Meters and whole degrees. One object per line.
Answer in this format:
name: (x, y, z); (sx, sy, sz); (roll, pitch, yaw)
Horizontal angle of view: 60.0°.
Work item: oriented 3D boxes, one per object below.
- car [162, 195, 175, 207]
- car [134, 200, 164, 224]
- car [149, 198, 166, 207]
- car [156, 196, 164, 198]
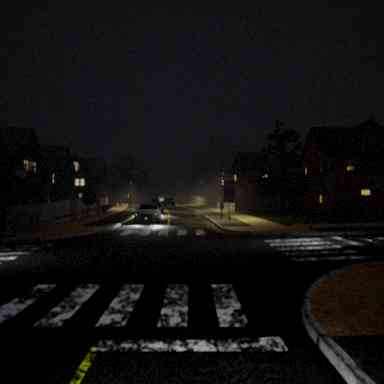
car: (-3.978, 1.716, 56.684); (1.837, 1.490, 4.892); (0, -1, -10)
car: (-3.322, 1.576, 25.495); (1.812, 1.442, 4.674); (0, 0, -3)
car: (-4.100, 1.660, 36.019); (1.994, 1.385, 4.181); (0, 0, -6)
car: (-5.233, 1.643, 45.992); (1.837, 1.490, 4.892); (0, 0, -8)
